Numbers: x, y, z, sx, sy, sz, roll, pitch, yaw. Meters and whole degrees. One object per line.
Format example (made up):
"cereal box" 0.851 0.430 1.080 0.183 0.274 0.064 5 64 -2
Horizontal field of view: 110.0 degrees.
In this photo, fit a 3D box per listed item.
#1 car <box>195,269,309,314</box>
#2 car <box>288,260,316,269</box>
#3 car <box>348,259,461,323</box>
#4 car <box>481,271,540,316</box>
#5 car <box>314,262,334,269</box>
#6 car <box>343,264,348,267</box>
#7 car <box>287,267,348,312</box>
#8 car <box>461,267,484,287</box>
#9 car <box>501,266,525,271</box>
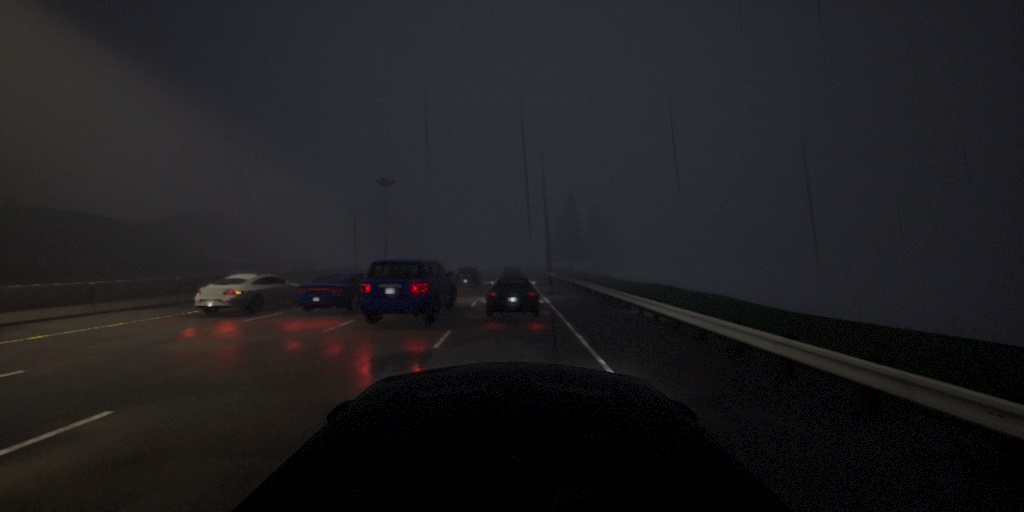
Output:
"car" -10.450 1.453 14.749 1.812 1.442 4.674 0 -1 1
"car" -31.960 1.700 55.156 2.150 2.045 5.566 0 -1 -4
"car" -3.468 1.126 12.950 2.150 2.045 5.566 0 -1 1
"car" 0.048 1.487 14.291 1.994 1.385 4.181 0 -1 0
"car" -28.574 2.054 56.024 1.994 1.385 4.181 0 -1 -4
"car" -25.072 1.966 55.844 1.882 1.535 5.008 0 -1 -4
"car" -6.946 1.412 15.229 1.882 1.535 5.008 0 -1 1
"car" -3.454 1.630 29.097 1.837 1.490 4.892 0 0 1
"car" 0.056 1.617 30.255 1.882 1.535 5.008 0 0 1
